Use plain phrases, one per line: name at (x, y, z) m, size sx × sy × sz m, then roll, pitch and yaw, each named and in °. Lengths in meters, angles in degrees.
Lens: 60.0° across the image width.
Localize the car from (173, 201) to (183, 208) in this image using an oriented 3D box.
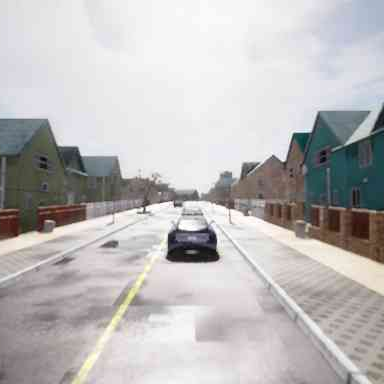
car at (-2.734, 2.372, 64.987) m, size 1.895 × 1.301 × 4.718 m, roll 0°, pitch -1°, yaw 1°

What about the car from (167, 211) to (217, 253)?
car at (0.012, 1.713, 14.326) m, size 1.994 × 1.385 × 4.181 m, roll 0°, pitch -1°, yaw 0°

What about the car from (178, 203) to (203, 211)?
car at (0.020, 1.915, 29.178) m, size 1.895 × 1.301 × 4.718 m, roll 0°, pitch -1°, yaw 0°
